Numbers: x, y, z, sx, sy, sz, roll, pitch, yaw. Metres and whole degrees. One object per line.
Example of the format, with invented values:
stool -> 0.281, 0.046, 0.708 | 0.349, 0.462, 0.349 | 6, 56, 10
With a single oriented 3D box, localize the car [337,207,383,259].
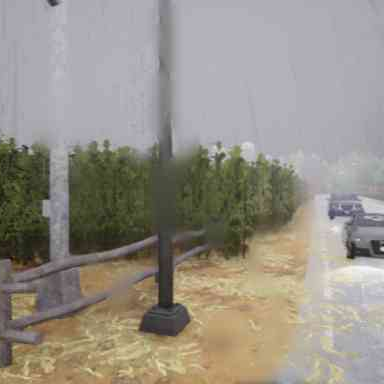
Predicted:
car -> 6.316, 1.453, 11.492 | 1.994, 1.385, 4.181 | 0, 1, 21

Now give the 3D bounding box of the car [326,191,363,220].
car -> 11.396, 0.979, 25.016 | 2.150, 2.045, 5.566 | 0, 1, 20
